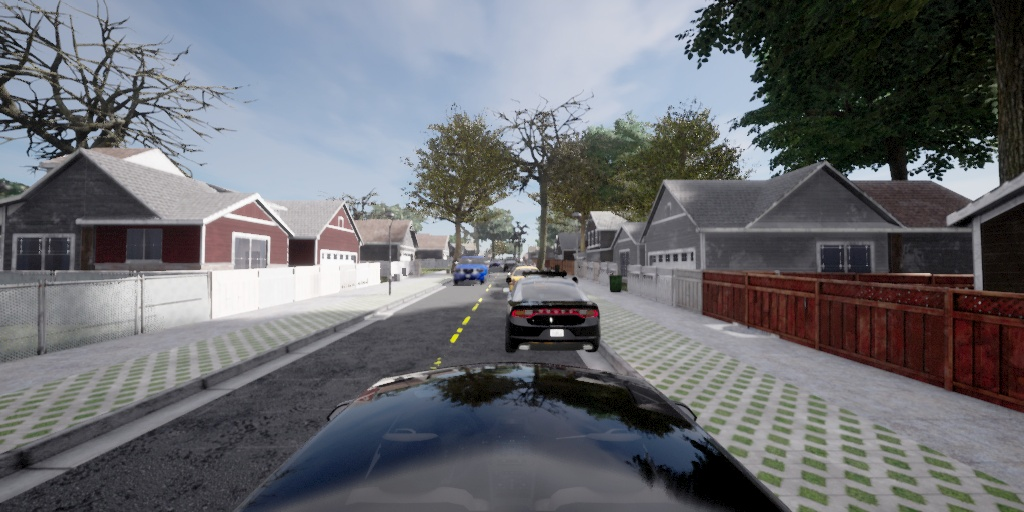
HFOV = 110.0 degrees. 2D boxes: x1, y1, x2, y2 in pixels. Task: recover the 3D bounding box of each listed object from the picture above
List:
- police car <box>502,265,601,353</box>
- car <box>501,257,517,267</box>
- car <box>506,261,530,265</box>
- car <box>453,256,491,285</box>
[{"bbox_3d":[0.795,1.180,9.025,1.930,1.638,5.238,0,0,0],"label":"police car"},{"bbox_3d":[-0.171,1.337,49.573,1.882,1.535,5.008,0,0,0],"label":"car"},{"bbox_3d":[0.748,1.218,19.111,1.801,1.575,5.366,0,0,0],"label":"car"},{"bbox_3d":[-2.951,0.997,26.664,2.150,2.045,5.566,0,0,-1],"label":"car"}]
